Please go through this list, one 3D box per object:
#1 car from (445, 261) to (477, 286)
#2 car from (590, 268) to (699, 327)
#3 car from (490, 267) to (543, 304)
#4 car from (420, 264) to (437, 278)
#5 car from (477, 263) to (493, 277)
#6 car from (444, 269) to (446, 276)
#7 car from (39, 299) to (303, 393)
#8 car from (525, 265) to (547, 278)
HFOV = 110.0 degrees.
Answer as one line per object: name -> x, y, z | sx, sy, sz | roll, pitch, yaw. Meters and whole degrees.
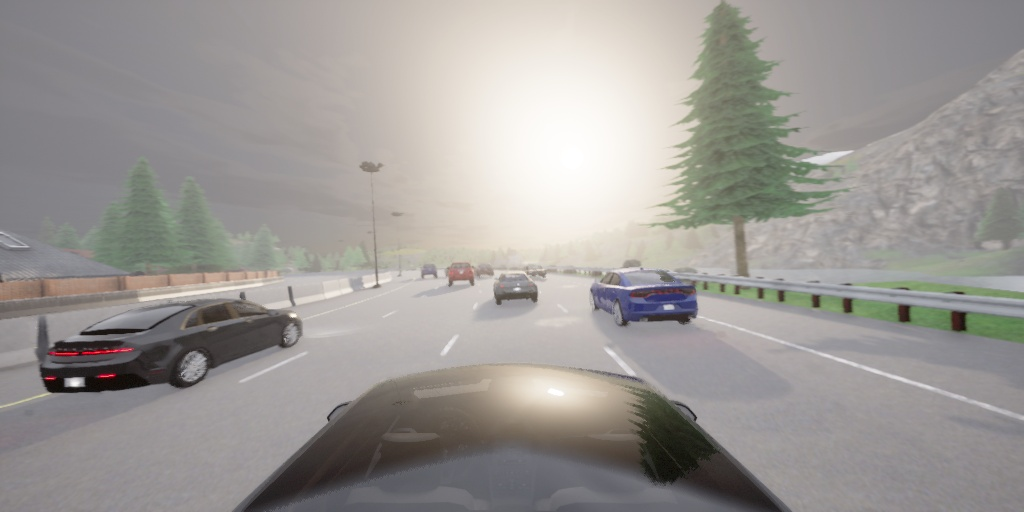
car -> -4.627, 1.533, 32.507 | 2.150, 2.045, 5.566 | -3, -1, -9
car -> 3.767, 1.105, 11.125 | 1.882, 1.535, 5.008 | -3, 0, 0
car -> 0.093, 1.466, 17.880 | 1.994, 1.385, 4.181 | -3, -1, -4
car -> -12.488, 2.186, 53.714 | 2.150, 2.045, 5.566 | -3, -1, -17
car -> -3.712, 1.746, 46.241 | 2.097, 1.767, 4.553 | -3, -1, -13
car -> -9.140, 2.284, 54.144 | 1.837, 1.490, 4.892 | -2, -1, -16
car -> -6.708, 1.696, 7.920 | 1.837, 1.490, 4.892 | -3, 0, 0
car -> 2.013, 1.567, 35.637 | 1.895, 1.301, 4.718 | -3, -1, -8
